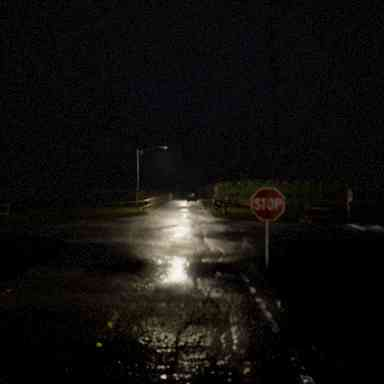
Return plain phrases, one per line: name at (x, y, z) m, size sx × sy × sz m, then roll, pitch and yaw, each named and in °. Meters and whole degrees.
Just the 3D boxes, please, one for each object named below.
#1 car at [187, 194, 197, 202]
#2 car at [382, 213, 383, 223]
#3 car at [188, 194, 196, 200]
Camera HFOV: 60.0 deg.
car at (0.002, 1.385, 67.904) m, size 1.895 × 1.301 × 4.718 m, roll 0°, pitch 0°, yaw 0°
car at (14.086, 1.244, 20.086) m, size 4.553 × 1.767 × 2.097 m, roll 0°, pitch 1°, yaw 5°
car at (0.002, 1.132, 77.877) m, size 1.994 × 1.385 × 4.181 m, roll 0°, pitch 0°, yaw 0°
